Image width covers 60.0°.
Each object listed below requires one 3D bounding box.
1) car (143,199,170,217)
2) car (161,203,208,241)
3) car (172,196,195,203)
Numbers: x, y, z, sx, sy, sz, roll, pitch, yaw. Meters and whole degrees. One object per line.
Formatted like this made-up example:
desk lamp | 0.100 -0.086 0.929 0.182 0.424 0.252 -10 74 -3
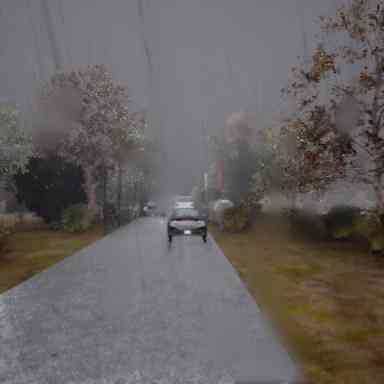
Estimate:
car | -3.666 1.581 33.179 2.097 1.767 4.553 1 -1 -1
car | -0.256 1.546 16.915 2.128 1.511 4.902 0 0 -2
car | -0.803 1.505 36.205 2.150 2.045 5.566 0 -1 -2
